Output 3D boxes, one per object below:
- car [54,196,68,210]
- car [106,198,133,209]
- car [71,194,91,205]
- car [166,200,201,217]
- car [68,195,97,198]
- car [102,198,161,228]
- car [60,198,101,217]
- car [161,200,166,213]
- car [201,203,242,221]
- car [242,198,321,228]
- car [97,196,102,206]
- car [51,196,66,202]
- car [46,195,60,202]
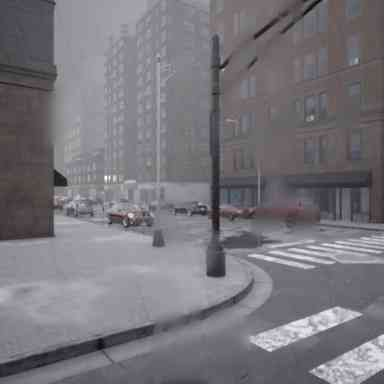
[{"bbox_3d":[-16.761,1.508,39.871,1.887,1.381,4.507,0,0,-35],"label":"car"},{"bbox_3d":[-9.797,1.526,44.789,1.947,1.339,4.313,0,0,-35],"label":"car"},{"bbox_3d":[-19.934,1.291,59.656,2.097,1.767,4.553,0,0,-35],"label":"car"},{"bbox_3d":[-0.269,1.543,31.231,1.947,1.339,4.313,0,0,-35],"label":"car"},{"bbox_3d":[-16.197,1.430,49.089,1.882,1.535,5.008,0,0,-35],"label":"car"},{"bbox_3d":[-4.054,1.427,21.789,1.967,1.590,4.097,0,0,-35],"label":"car"},{"bbox_3d":[-10.407,1.526,30.830,2.008,1.369,4.403,0,0,-35],"label":"car"},{"bbox_3d":[-3.445,1.523,35.751,2.008,1.369,4.403,0,0,-35],"label":"car"},{"bbox_3d":[2.907,1.565,26.712,1.802,1.307,4.206,0,0,-35],"label":"car"},{"bbox_3d":[6.083,1.303,22.193,2.192,1.841,5.009,0,0,-35],"label":"car"},{"bbox_3d":[-15.899,1.451,53.972,1.837,1.490,4.892,0,0,-35],"label":"car"},{"bbox_3d":[-28.853,1.471,71.905,2.008,1.369,4.403,0,0,-35],"label":"car"},{"bbox_3d":[-32.029,1.464,76.424,2.008,1.369,4.403,0,0,-35],"label":"car"}]
